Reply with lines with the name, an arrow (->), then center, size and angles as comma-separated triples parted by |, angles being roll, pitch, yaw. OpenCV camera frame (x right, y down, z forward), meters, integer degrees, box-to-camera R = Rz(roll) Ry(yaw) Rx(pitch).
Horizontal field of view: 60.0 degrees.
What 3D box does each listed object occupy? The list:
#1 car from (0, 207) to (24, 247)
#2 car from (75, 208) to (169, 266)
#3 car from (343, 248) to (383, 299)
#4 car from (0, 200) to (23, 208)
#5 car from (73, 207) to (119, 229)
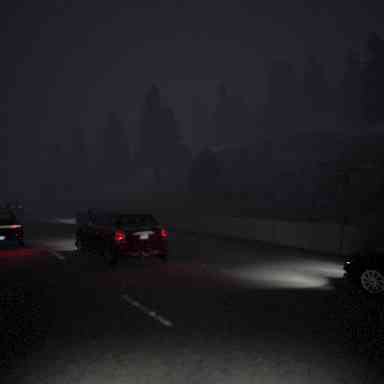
car -> -9.016, 1.644, 15.312 | 2.128, 1.511, 4.902 | 1, -1, -35
car -> -2.753, 1.488, 12.455 | 2.097, 1.767, 4.553 | 1, -1, -35
car -> 5.563, 1.594, 6.651 | 1.837, 1.490, 4.892 | 1, -1, -35
car -> -21.214, 1.738, 38.908 | 2.097, 1.767, 4.553 | 1, -1, -35
car -> -7.312, 1.866, 25.100 | 1.895, 1.301, 4.718 | 1, -1, -35
